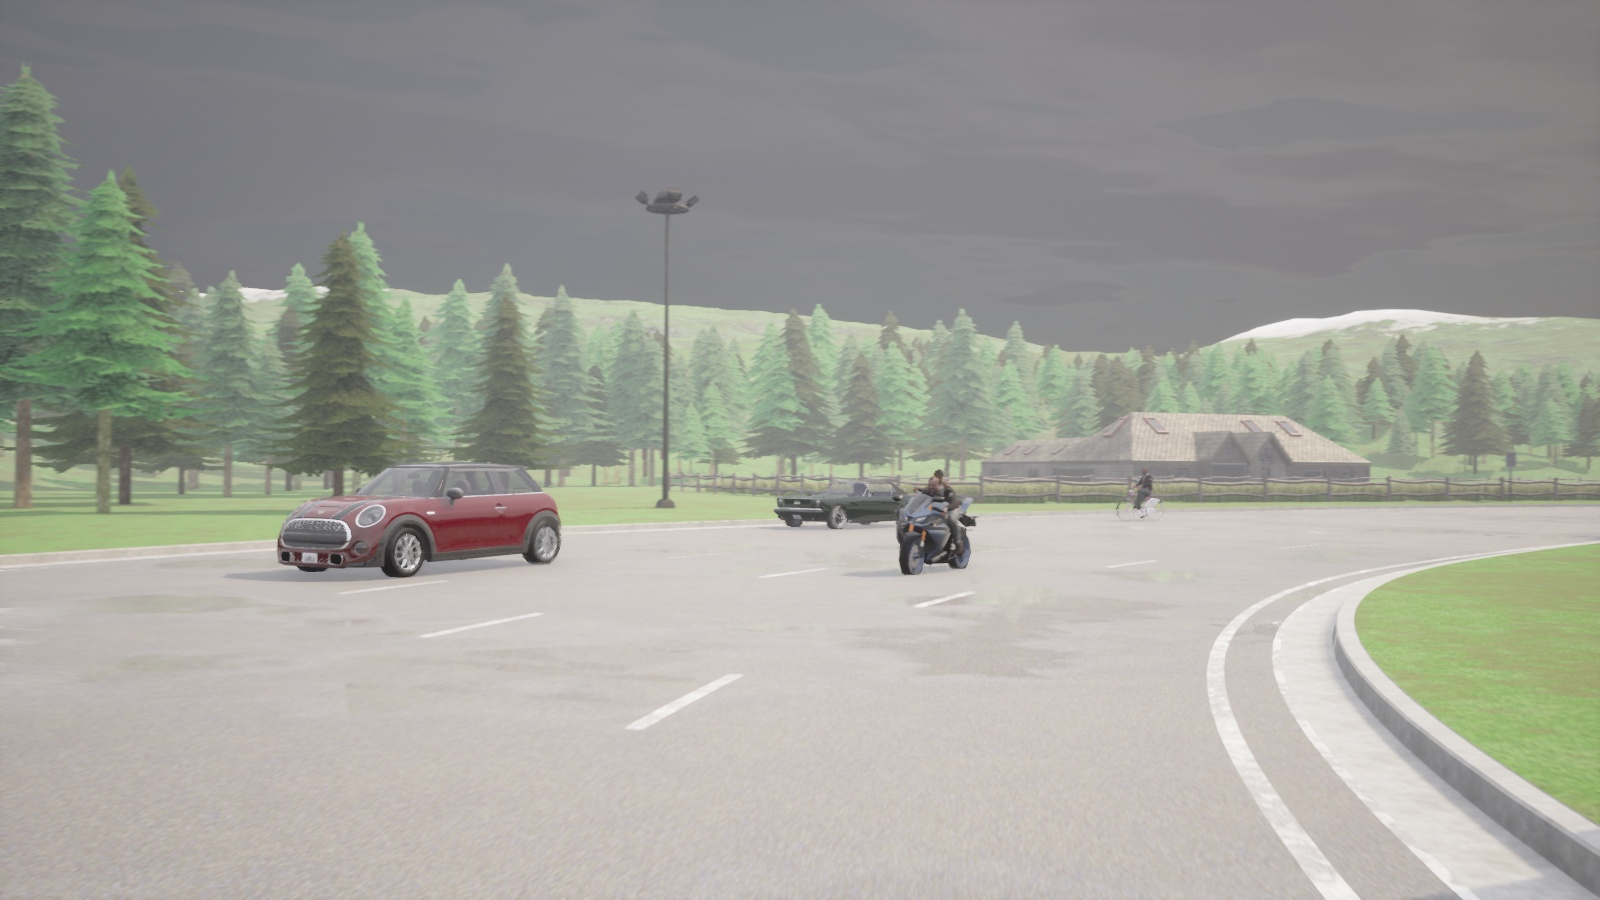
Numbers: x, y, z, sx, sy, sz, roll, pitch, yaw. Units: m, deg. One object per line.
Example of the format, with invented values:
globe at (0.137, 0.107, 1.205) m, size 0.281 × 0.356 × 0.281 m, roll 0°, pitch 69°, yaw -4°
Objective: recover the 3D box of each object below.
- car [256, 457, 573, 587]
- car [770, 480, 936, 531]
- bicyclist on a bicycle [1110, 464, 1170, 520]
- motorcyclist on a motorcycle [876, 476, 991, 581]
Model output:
car at (-5.830, 1.018, 19.613) m, size 2.097 × 1.767 × 4.553 m, roll -1°, pitch -1°, yaw 29°
car at (1.542, 1.498, 35.068) m, size 4.718 × 1.301 × 1.895 m, roll 1°, pitch -1°, yaw -44°
bicyclist on a bicycle at (10.946, 1.332, 40.452) m, size 1.843 × 1.776 × 0.659 m, roll 0°, pitch -1°, yaw -22°
motorcyclist on a motorcycle at (2.109, 1.171, 19.517) m, size 0.866 × 1.530 × 2.191 m, roll 0°, pitch -1°, yaw 34°
